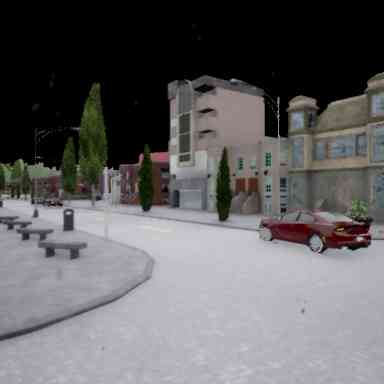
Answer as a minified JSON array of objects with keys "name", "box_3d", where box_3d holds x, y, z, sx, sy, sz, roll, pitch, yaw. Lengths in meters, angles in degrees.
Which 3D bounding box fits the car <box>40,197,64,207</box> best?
[{"name":"car","box_3d":[-20.587,1.569,49.309,1.895,1.301,4.718,0,0,-35]}]

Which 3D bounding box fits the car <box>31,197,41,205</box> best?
[{"name":"car","box_3d":[-26.390,1.532,57.442,1.994,1.385,4.181,0,0,-36]}]

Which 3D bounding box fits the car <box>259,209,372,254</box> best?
[{"name":"car","box_3d":[4.732,1.445,13.600,1.882,1.535,5.008,1,0,-24]}]
